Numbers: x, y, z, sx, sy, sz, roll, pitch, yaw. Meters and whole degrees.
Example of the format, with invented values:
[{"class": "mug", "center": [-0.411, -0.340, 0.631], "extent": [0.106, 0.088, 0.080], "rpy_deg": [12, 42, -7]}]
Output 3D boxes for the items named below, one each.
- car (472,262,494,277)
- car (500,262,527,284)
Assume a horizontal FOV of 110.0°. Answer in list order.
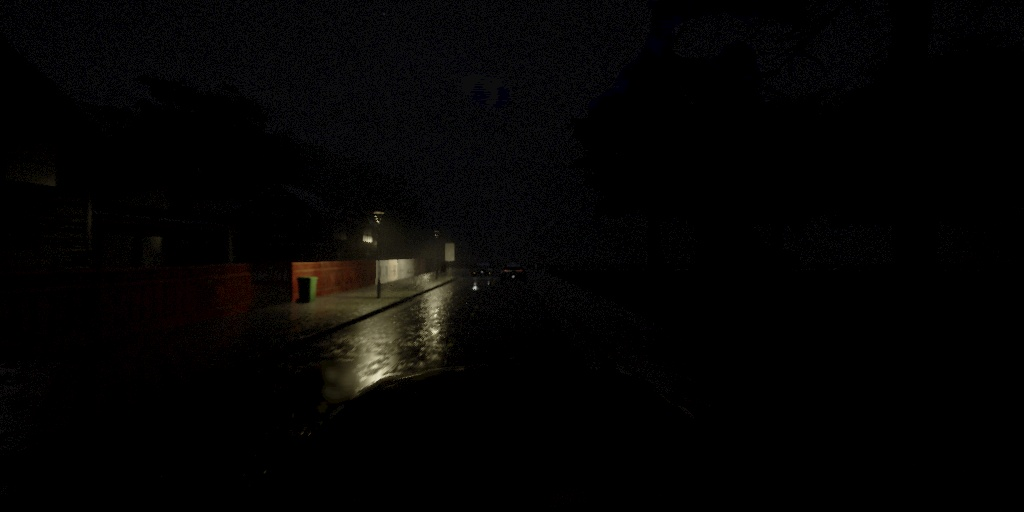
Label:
[{"class": "car", "center": [-2.768, 1.294, 35.228], "extent": [1.994, 1.385, 4.181], "rpy_deg": [0, 0, 0]}, {"class": "car", "center": [0.093, 1.225, 27.155], "extent": [2.128, 1.511, 4.902], "rpy_deg": [0, 0, 0]}]
